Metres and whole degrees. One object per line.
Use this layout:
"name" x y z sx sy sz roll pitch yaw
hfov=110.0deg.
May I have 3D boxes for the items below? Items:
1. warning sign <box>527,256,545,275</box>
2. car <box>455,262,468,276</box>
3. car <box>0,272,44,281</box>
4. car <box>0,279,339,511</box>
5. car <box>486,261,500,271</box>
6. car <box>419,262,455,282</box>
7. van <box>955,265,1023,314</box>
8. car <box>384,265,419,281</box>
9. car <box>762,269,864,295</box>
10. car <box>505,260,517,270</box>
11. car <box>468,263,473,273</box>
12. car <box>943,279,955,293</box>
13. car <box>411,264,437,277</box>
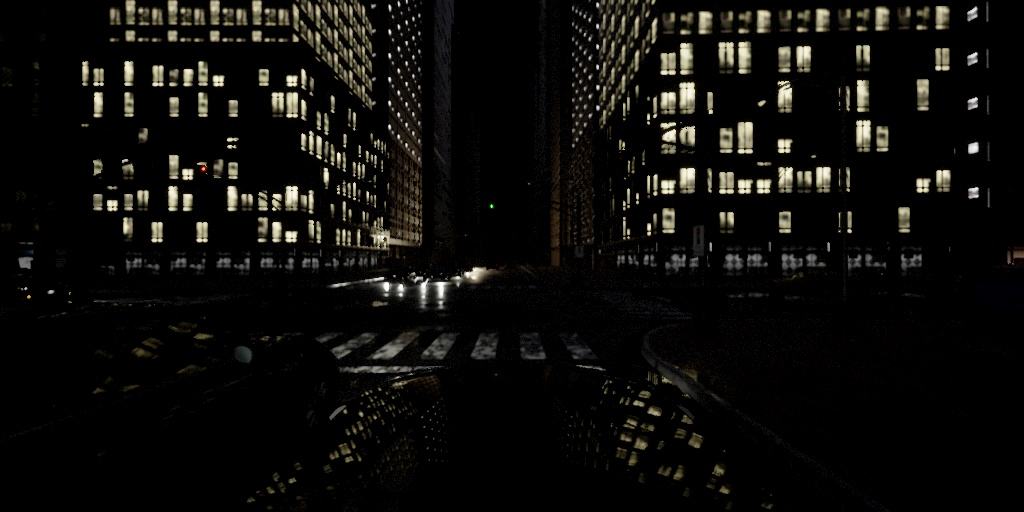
"warning sign" 2.692 1.165 40.341 1.300 1.860 1.060 0 0 0
"car" -6.765 1.547 42.360 1.882 1.535 5.008 0 -1 0
"car" -22.501 1.419 15.960 4.181 1.385 1.994 0 0 0
"car" -3.152 1.107 2.539 2.097 1.767 4.553 0 0 0
"car" -3.397 1.621 63.175 2.097 1.767 4.553 0 -1 -1
"car" -6.724 1.510 32.486 1.812 1.442 4.674 0 0 0
"van" 18.317 1.186 12.247 3.998 1.789 1.690 0 0 2
"car" -9.975 1.547 32.337 1.994 1.385 4.181 0 0 0
"car" 17.012 1.415 20.413 4.829 1.417 1.751 0 0 2
"car" -0.253 1.834 63.346 1.994 1.385 4.181 0 -1 0
"car" -6.794 1.726 52.337 1.994 1.385 4.181 0 -1 0
"car" 26.848 1.474 19.969 4.207 1.307 1.802 0 0 2
"car" -10.004 1.624 41.245 1.994 1.385 4.181 0 -1 0
